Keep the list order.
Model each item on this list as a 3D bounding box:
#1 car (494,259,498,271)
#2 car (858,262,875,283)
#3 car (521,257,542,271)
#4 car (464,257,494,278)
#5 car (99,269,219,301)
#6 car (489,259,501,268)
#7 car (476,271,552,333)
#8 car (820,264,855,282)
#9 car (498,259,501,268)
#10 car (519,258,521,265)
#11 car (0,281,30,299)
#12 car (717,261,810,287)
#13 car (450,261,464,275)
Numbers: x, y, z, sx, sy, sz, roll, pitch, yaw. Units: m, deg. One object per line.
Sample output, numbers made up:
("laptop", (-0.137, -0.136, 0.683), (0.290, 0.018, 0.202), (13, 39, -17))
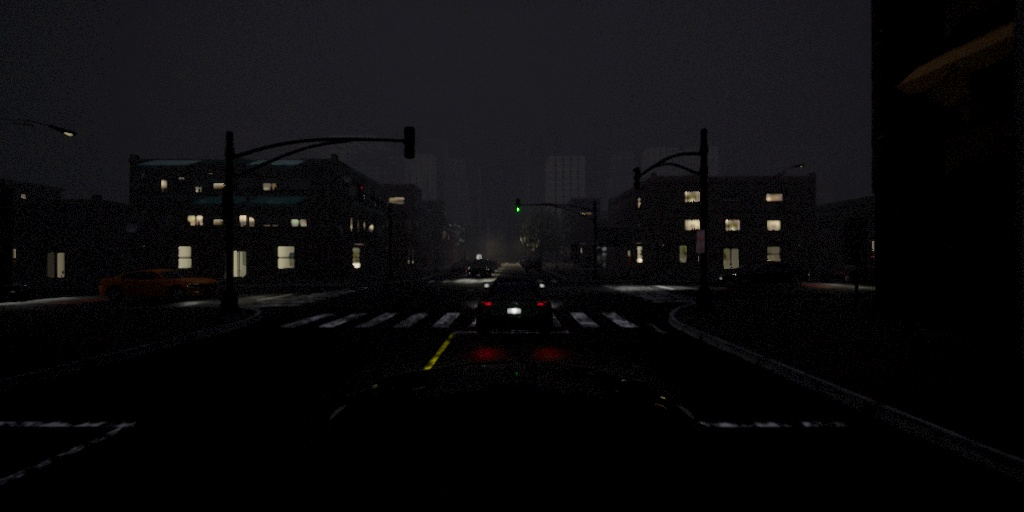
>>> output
("car", (-3.093, 1.296, 43.467), (2.033, 1.411, 5.357), (0, 0, 0))
("car", (24.323, 0.926, 21.468), (5.008, 1.535, 1.882), (-1, 0, 0))
("car", (2.694, 1.064, 45.249), (2.192, 1.841, 5.009), (0, 0, 0))
("car", (-3.033, 1.096, 33.916), (2.097, 1.767, 4.553), (0, 0, -2))
("car", (-17.795, 1.409, 18.248), (5.008, 1.535, 1.882), (-1, 0, 0))
("car", (-3.002, 1.240, 63.635), (1.882, 1.535, 5.008), (0, 0, 0))
("car", (0.070, 1.310, 10.781), (1.994, 1.385, 4.181), (0, 0, 0))
("car", (23.194, 1.049, 24.056), (4.207, 1.307, 1.802), (0, 0, 0))
("car", (-3.078, 1.302, 53.541), (2.033, 1.411, 5.357), (0, 0, 0))
("car", (2.695, 1.326, 61.826), (1.948, 1.339, 4.313), (0, 0, 0))
("car", (-27.707, 1.575, 18.244), (4.674, 1.442, 1.812), (-1, 0, 0))
("car", (14.939, 1.048, 21.465), (4.902, 1.511, 2.128), (-1, 0, 0))
("car", (-5.775, 1.292, 39.728), (1.888, 1.381, 4.507), (0, 0, 0))
